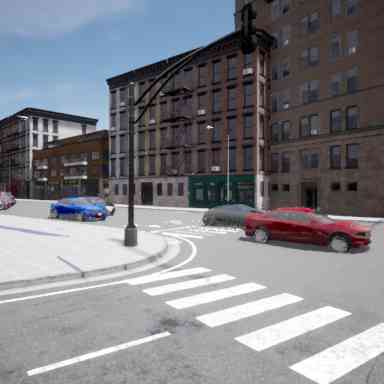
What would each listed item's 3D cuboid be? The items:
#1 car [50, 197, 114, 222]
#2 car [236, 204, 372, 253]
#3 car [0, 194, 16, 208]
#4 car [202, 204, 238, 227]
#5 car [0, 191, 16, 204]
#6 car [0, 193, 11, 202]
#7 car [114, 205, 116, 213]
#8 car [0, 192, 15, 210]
[{"bbox_3d":[-7.967,1.168,23.251,5.008,1.535,1.882,0,0,38],"label":"car"},{"bbox_3d":[4.588,1.409,13.737,5.008,1.535,1.882,1,2,36],"label":"car"},{"bbox_3d":[-22.779,1.021,39.511,4.674,1.442,1.812,0,0,41],"label":"car"},{"bbox_3d":[2.680,1.388,19.630,4.181,1.385,1.994,1,0,32],"label":"car"},{"bbox_3d":[-27.583,0.786,48.232,4.553,1.767,2.097,1,0,41],"label":"car"},{"bbox_3d":[-33.140,0.897,57.609,4.674,1.442,1.812,1,0,43],"label":"car"},{"bbox_3d":[-8.374,1.165,27.697,4.902,1.511,2.128,1,0,38],"label":"car"},{"bbox_3d":[-19.689,0.892,32.680,4.553,1.767,2.097,1,0,40],"label":"car"}]
